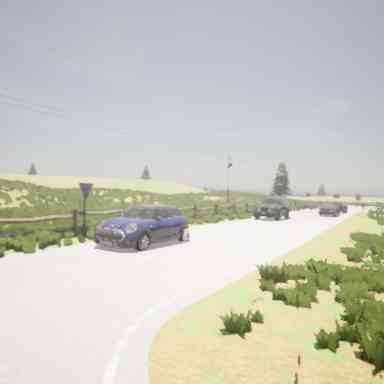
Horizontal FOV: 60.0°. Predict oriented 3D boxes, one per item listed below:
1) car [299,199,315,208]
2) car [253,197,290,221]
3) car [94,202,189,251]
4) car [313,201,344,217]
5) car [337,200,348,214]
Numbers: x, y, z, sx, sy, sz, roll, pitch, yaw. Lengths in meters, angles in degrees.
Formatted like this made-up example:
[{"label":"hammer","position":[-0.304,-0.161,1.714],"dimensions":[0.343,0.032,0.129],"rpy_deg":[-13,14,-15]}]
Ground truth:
[{"label":"car","position":[15.543,1.713,44.563],"dimensions":[1.812,1.442,4.674],"rpy_deg":[2,0,30]},{"label":"car","position":[7.439,1.502,30.569],"dimensions":[2.150,2.045,5.566],"rpy_deg":[2,0,30]},{"label":"car","position":[-1.971,1.337,14.208],"dimensions":[2.097,1.767,4.553],"rpy_deg":[2,0,30]},{"label":"car","position":[16.100,2.117,39.011],"dimensions":[2.033,1.411,5.357],"rpy_deg":[2,0,30]},{"label":"car","position":[20.973,2.073,47.623],"dimensions":[2.097,1.767,4.553],"rpy_deg":[2,0,30]}]
